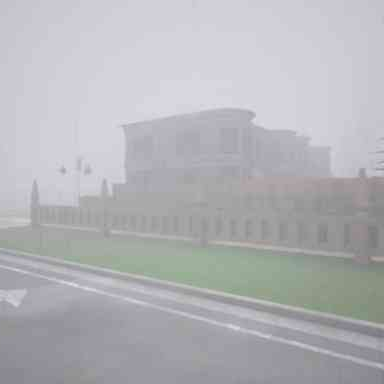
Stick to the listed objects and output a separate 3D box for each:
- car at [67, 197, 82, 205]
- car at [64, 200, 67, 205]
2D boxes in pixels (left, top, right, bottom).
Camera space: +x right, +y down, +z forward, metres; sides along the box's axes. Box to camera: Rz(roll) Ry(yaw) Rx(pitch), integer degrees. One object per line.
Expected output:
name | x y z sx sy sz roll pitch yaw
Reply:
car | -18.688 1.569 57.701 1.812 1.442 4.674 0 0 36
car | -20.916 1.572 60.537 1.812 1.442 4.674 0 0 37
